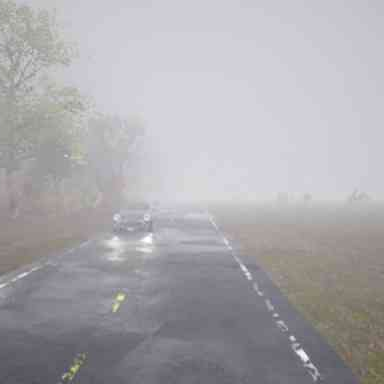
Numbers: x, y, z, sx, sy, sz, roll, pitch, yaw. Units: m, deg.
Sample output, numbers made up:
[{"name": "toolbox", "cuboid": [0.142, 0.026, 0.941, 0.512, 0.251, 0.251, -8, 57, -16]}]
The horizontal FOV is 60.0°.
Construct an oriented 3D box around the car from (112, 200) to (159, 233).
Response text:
[{"name": "car", "cuboid": [-3.097, 1.285, 19.025, 2.097, 1.767, 4.553, 0, 0, 0]}]
